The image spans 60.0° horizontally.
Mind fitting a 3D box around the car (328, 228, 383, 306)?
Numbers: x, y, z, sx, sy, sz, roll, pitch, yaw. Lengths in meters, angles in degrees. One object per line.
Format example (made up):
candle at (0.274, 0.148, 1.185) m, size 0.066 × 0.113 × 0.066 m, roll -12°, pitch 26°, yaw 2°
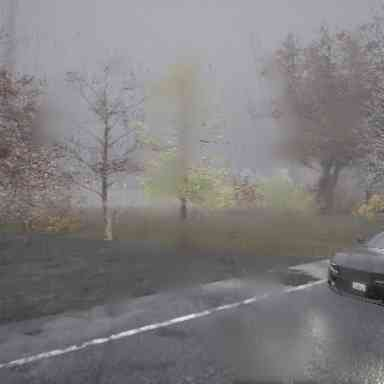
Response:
car at (5.123, 1.481, 7.553) m, size 5.008 × 1.535 × 1.882 m, roll 0°, pitch 0°, yaw -35°
